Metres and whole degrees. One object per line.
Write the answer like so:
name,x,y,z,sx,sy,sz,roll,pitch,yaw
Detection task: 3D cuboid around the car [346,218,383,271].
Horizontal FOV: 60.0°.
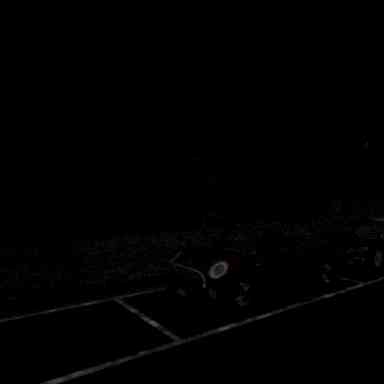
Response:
car,5.876,1.547,10.838,4.403,1.369,2.008,0,0,-35

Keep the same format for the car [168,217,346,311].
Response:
car,1.433,1.439,7.670,4.097,1.590,1.967,0,0,-35
